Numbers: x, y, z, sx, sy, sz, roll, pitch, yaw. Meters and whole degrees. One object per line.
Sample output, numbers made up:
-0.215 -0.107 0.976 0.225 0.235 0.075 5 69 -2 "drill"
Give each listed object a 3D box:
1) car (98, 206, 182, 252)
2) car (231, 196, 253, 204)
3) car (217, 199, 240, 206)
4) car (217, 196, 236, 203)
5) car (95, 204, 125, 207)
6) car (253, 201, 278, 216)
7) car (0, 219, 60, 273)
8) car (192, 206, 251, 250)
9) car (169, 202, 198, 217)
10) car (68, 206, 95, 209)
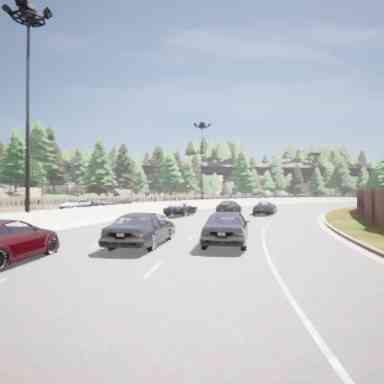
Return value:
-2.095 1.562 14.114 2.033 1.411 5.357 0 0 10 "car"
10.747 1.680 71.097 2.033 1.411 5.357 0 0 40 "car"
3.834 1.598 34.430 1.812 1.442 4.674 0 0 22 "car"
7.648 1.664 72.882 1.812 1.442 4.674 0 0 40 "car"
-7.597 1.550 34.521 1.812 1.442 4.674 0 0 21 "car"
7.571 1.651 34.258 1.994 1.385 4.181 0 0 23 "car"
-6.050 1.556 10.677 1.994 1.385 4.181 0 0 6 "car"
1.522 1.578 14.527 2.033 1.411 5.357 0 0 10 "car"
-0.992 1.648 31.770 1.895 1.301 4.718 0 0 20 "car"
-10.875 1.613 35.821 1.895 1.301 4.718 0 0 21 "car"
